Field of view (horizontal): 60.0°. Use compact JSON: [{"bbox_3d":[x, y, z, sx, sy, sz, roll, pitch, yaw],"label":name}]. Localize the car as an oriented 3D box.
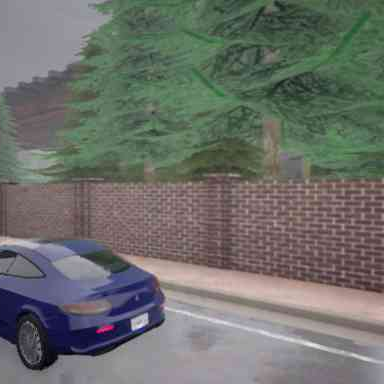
[{"bbox_3d":[-2.549,1.495,5.602,4.674,1.442,1.812,0,0,35],"label":"car"}]
